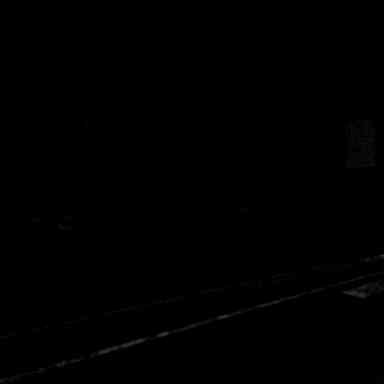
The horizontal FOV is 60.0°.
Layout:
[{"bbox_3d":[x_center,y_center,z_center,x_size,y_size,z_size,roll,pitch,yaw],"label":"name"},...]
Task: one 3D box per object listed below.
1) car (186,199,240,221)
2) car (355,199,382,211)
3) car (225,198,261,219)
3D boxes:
[{"bbox_3d":[1.373,1.520,27.482,2.002,1.452,4.674,0,0,-36],"label":"car"},{"bbox_3d":[23.783,1.680,43.431,2.002,1.452,4.674,0,0,-35],"label":"car"},{"bbox_3d":[3.917,1.371,29.377,2.185,1.767,4.553,0,0,-36],"label":"car"}]
